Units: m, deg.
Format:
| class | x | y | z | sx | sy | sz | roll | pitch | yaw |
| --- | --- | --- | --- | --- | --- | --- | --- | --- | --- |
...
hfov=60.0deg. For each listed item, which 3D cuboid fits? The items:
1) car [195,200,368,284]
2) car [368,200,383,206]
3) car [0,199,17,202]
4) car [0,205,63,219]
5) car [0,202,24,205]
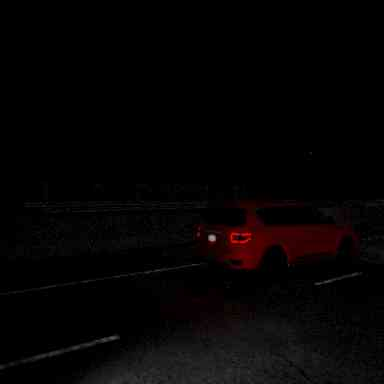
| class | x | y | z | sx | sy | sz | roll | pitch | yaw |
| --- | --- | --- | --- | --- | --- | --- | --- | --- | --- |
| car | 2.687 | 1.261 | 9.959 | 5.566 | 2.045 | 2.150 | 0 | 0 | -35 |
| car | 24.009 | 1.759 | 42.549 | 5.008 | 1.535 | 1.882 | 0 | 0 | -35 |
| car | -12.581 | 1.362 | 20.810 | 4.553 | 1.767 | 2.097 | 0 | 0 | -35 |
| car | -8.405 | 1.516 | 15.191 | 4.892 | 1.490 | 1.837 | 0 | 0 | -35 |
| car | -10.691 | 1.487 | 17.860 | 5.008 | 1.535 | 1.882 | 0 | 0 | -35 |
